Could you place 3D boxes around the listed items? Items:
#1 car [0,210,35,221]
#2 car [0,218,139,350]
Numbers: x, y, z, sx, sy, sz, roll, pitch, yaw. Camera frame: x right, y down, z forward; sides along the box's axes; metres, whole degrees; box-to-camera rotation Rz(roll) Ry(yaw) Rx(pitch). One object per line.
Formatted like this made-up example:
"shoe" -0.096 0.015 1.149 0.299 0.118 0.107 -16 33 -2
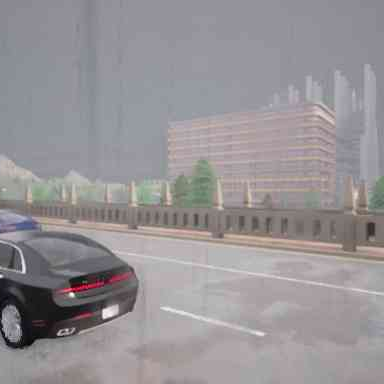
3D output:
"car" -8.198 1.480 14.146 4.674 1.442 1.812 0 0 36
"car" -3.158 1.486 6.253 4.892 1.490 1.837 0 0 35
